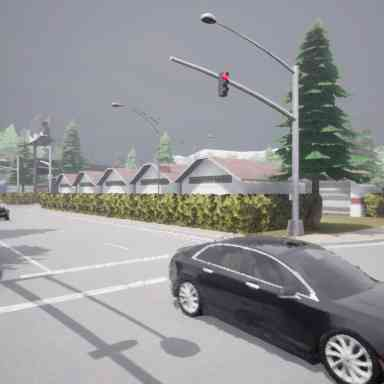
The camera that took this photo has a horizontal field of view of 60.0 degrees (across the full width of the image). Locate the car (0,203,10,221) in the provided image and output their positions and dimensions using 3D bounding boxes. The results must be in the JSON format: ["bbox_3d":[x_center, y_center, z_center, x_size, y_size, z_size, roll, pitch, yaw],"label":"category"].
[{"bbox_3d":[-15.973,1.534,26.585,1.895,1.301,4.718,0,0,-40],"label":"car"}]

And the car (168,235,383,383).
[{"bbox_3d":[1.515,1.571,5.466,1.837,1.490,4.892,0,1,-40],"label":"car"}]
